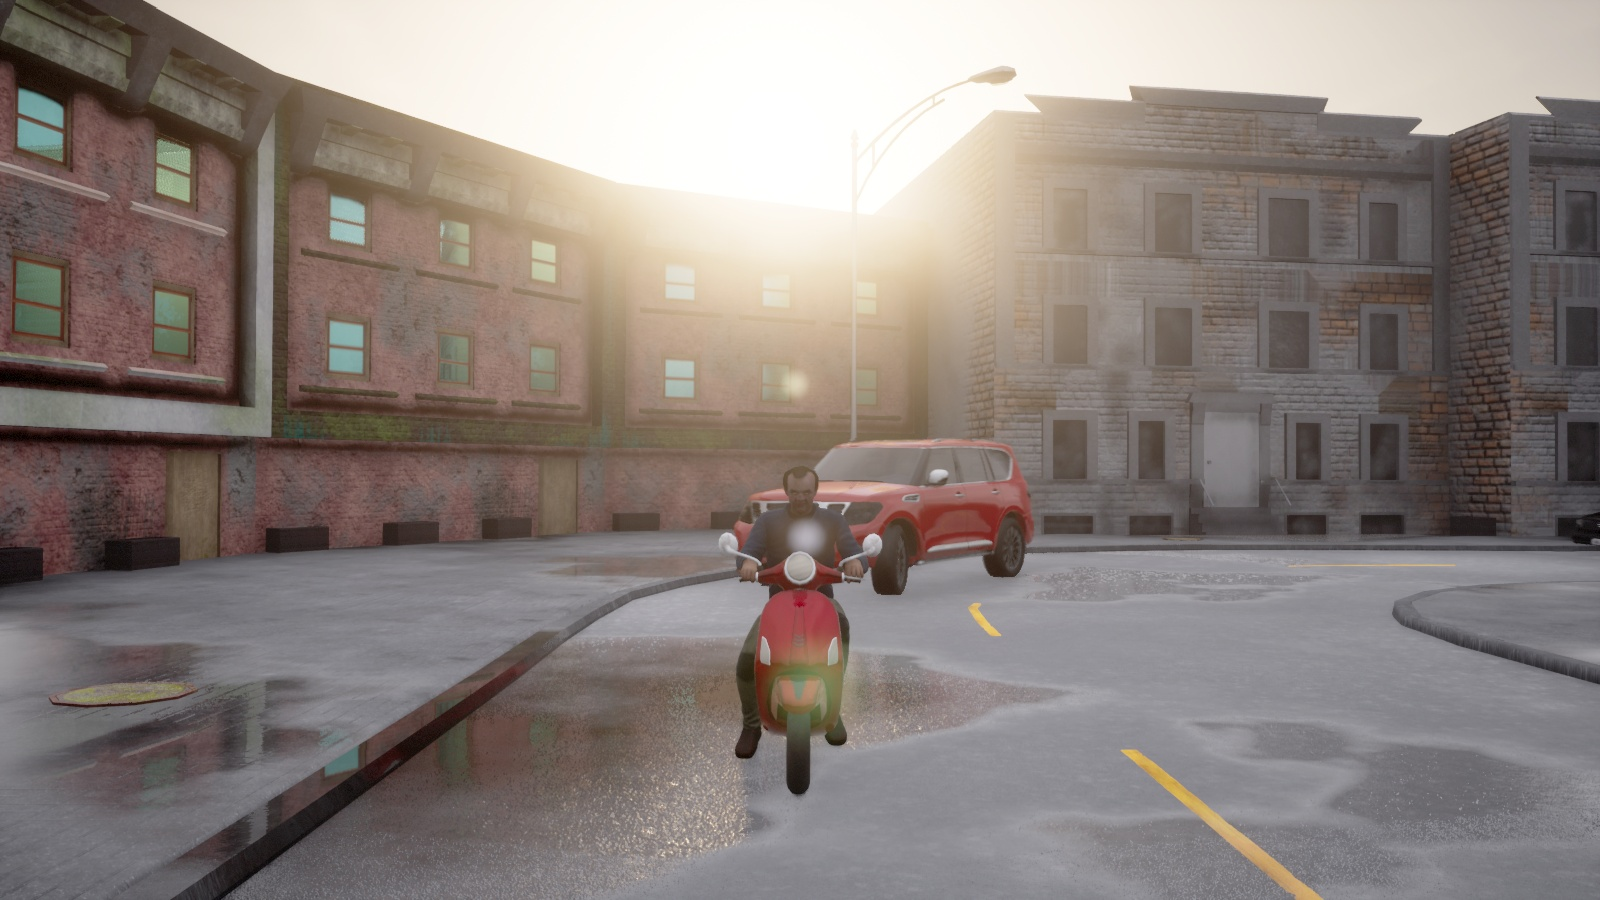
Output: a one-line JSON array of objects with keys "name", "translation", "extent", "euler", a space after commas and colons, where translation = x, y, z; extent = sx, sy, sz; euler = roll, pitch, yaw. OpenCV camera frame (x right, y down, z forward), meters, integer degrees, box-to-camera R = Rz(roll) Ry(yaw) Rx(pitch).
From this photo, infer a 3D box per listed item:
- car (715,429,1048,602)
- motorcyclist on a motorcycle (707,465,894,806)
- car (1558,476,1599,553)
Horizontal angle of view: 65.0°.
[{"name": "car", "translation": [1.377, 0.828, 17.793], "extent": [2.150, 2.045, 5.566], "euler": [-1, -1, 34]}, {"name": "motorcyclist on a motorcycle", "translation": [0.009, 0.882, 6.777], "extent": [0.866, 1.590, 1.817], "euler": [0, -1, 1]}, {"name": "car", "translation": [17.403, 1.184, 23.370], "extent": [5.357, 1.411, 2.033], "euler": [0, -1, 0]}]
